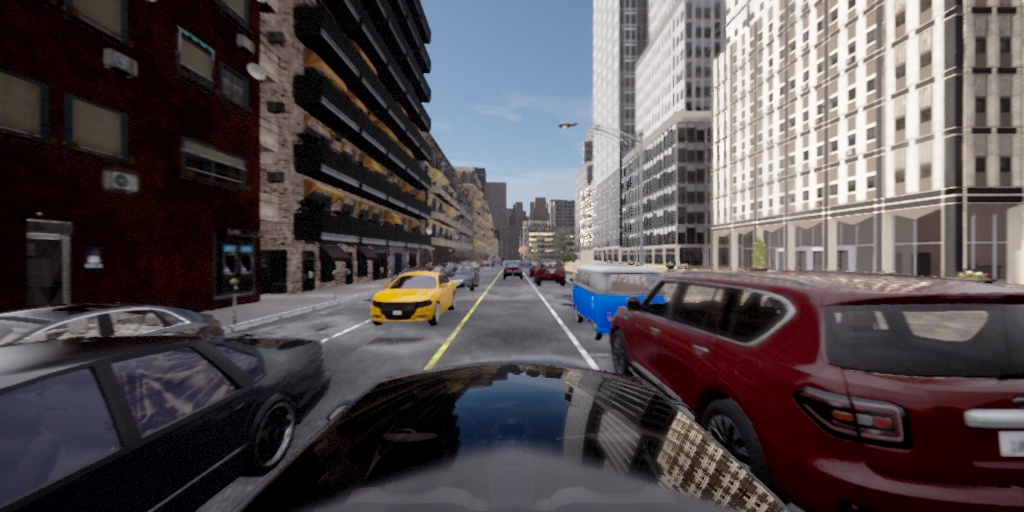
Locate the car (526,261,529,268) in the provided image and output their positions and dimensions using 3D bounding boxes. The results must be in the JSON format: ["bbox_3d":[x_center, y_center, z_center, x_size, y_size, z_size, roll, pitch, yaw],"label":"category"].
[{"bbox_3d":[2.680,1.455,37.418,1.888,1.381,4.507,0,0,0],"label":"car"}]

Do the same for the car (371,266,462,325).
[{"bbox_3d":[-3.103,1.271,12.196,1.882,1.535,5.008,0,0,0],"label":"car"}]

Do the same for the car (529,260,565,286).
[{"bbox_3d":[2.683,1.171,26.364,2.192,1.841,5.009,0,0,0],"label":"car"}]

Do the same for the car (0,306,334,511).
[{"bbox_3d":[-3.100,1.299,2.036,2.033,1.411,5.357,0,0,0],"label":"car"}]

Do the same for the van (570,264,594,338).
[{"bbox_3d":[2.687,1.123,9.785,1.690,1.789,3.998,0,0,0],"label":"van"}]

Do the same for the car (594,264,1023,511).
[{"bbox_3d":[2.688,1.074,4.259,2.192,1.841,5.009,0,0,0],"label":"car"}]

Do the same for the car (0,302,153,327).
[{"bbox_3d":[-5.692,1.311,4.257,2.007,1.370,4.403,0,0,0],"label":"car"}]

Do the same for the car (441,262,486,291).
[{"bbox_3d":[-3.095,1.331,22.626,2.128,1.511,4.902,0,0,0],"label":"car"}]

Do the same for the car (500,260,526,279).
[{"bbox_3d":[0.093,1.401,34.360,1.837,1.490,4.892,0,0,0],"label":"car"}]

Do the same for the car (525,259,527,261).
[{"bbox_3d":[2.372,1.391,62.495,2.097,1.767,4.553,0,0,0],"label":"car"}]
